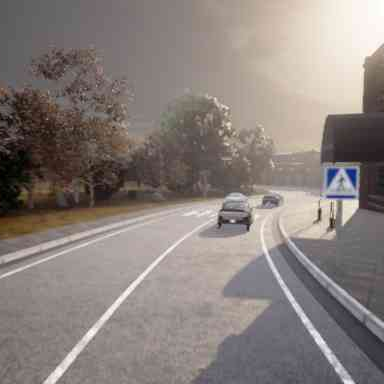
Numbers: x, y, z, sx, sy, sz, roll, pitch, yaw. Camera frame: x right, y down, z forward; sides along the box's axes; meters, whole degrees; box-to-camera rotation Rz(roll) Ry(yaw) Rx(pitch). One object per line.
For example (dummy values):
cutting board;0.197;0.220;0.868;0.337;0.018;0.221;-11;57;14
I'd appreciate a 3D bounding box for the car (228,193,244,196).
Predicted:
car;4.963;0.824;38.161;1.812;1.442;4.674;2;2;24

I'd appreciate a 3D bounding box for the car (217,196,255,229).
car;2.709;1.277;20.007;2.128;1.511;4.902;1;1;13

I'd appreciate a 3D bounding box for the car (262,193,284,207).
car;9.588;0.868;39.197;1.837;1.490;4.892;2;2;25
